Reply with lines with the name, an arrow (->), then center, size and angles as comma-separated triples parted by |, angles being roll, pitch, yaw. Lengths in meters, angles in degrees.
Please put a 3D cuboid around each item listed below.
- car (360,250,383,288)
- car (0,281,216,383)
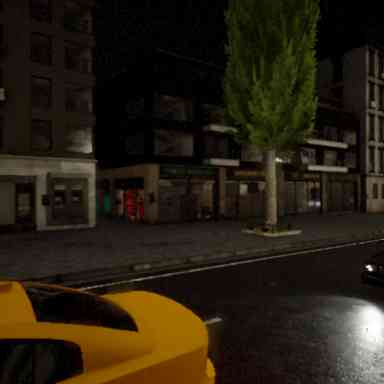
car -> 6.371, 1.577, 8.197 | 5.357, 1.411, 2.033 | 0, 0, -35
car -> -2.161, 1.476, 2.125 | 5.008, 1.535, 1.882 | 0, 0, -34
